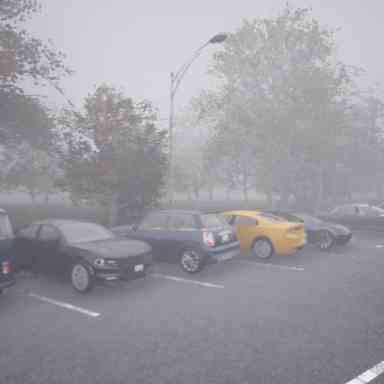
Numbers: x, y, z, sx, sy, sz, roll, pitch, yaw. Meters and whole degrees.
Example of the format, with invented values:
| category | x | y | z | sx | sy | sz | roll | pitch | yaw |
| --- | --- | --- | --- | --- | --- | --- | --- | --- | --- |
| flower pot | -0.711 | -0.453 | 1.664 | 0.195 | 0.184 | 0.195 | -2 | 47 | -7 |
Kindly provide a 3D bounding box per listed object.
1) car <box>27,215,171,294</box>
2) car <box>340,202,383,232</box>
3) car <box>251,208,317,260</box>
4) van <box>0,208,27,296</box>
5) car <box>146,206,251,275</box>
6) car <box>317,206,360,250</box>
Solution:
| category | x | y | z | sx | sy | sz | roll | pitch | yaw |
| --- | --- | --- | --- | --- | --- | --- | --- | --- | --- |
| car | -3.242 | 1.470 | 8.894 | 5.008 | 1.535 | 2.097 | -1 | -1 | 35 |
| car | 8.981 | 1.391 | 17.338 | 4.892 | 1.521 | 2.231 | -1 | -1 | 36 |
| car | 1.631 | 1.435 | 12.286 | 5.008 | 1.535 | 2.097 | -1 | 0 | 35 |
| van | -5.768 | 1.265 | 7.232 | 4.442 | 1.987 | 1.878 | -1 | 0 | 34 |
| car | -0.788 | 1.326 | 10.571 | 4.553 | 1.767 | 2.185 | -1 | 0 | 35 |
| car | 4.099 | 1.448 | 13.962 | 4.792 | 1.488 | 2.163 | -1 | -1 | 35 |
